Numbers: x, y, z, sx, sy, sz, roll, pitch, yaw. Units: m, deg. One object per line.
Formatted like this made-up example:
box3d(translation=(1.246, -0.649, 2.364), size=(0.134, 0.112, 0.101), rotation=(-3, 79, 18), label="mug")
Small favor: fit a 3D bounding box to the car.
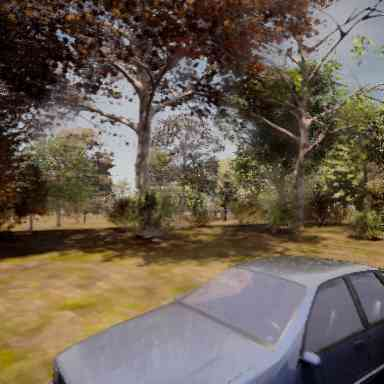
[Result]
box3d(translation=(1.212, 1.559, 4.006), size=(5.357, 1.411, 2.033), rotation=(0, 0, -36), label="car")
